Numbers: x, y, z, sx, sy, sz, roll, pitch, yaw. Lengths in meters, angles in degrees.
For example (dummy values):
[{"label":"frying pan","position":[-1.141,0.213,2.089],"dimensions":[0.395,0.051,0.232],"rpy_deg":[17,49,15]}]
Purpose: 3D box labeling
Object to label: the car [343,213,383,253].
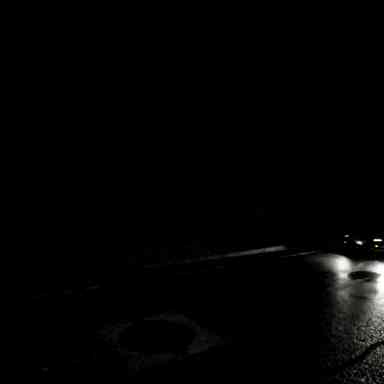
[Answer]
[{"label":"car","position":[8.018,1.608,13.394],"dimensions":[4.892,1.490,1.837],"rpy_deg":[1,0,-35]}]
